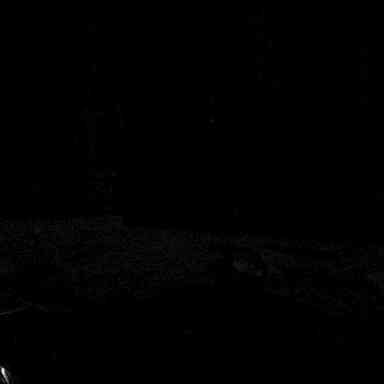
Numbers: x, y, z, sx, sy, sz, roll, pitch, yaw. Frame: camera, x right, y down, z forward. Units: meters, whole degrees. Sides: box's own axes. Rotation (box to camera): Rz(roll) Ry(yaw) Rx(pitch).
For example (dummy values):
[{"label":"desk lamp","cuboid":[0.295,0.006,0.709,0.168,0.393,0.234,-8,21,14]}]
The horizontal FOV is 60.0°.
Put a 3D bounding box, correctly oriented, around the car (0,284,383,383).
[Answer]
[{"label":"car","cuboid":[-0.125,1.582,3.050,4.313,1.339,1.947,-1,0,36]}]
